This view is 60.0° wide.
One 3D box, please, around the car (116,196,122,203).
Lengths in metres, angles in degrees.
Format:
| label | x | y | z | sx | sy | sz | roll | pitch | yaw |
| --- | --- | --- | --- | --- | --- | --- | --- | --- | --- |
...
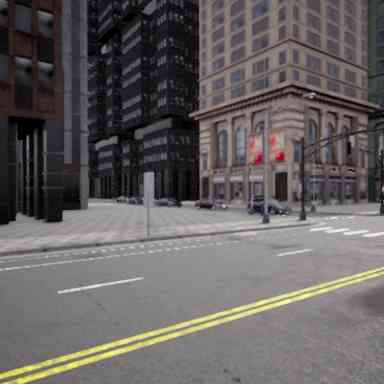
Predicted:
| label | x | y | z | sx | sy | sz | roll | pitch | yaw |
| --- | --- | --- | --- | --- | --- | --- | --- | --- | --- |
| car | -14.084 | 1.538 | 68.629 | 2.128 | 1.511 | 4.902 | 0 | 0 | -35 |

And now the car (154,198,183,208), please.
| label | x | y | z | sx | sy | sz | roll | pitch | yaw |
| --- | --- | --- | --- | --- | --- | --- | --- | --- | --- |
| car | -3.405 | 1.542 | 48.145 | 2.033 | 1.411 | 5.357 | 0 | 0 | -35 |

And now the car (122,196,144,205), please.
| label | x | y | z | sx | sy | sz | roll | pitch | yaw |
| --- | --- | --- | --- | --- | --- | --- | --- | --- | --- |
| car | -9.513 | 1.557 | 56.856 | 2.033 | 1.411 | 5.357 | 0 | 0 | -35 |

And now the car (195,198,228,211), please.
| label | x | y | z | sx | sy | sz | roll | pitch | yaw |
| --- | --- | --- | --- | --- | --- | --- | --- | --- | --- |
| car | 2.282 | 1.474 | 40.077 | 2.128 | 1.511 | 4.902 | 0 | 0 | -35 |

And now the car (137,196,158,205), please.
| label | x | y | z | sx | sy | sz | roll | pitch | yaw |
| --- | --- | --- | --- | --- | --- | --- | --- | --- | --- |
| car | -8.089 | 1.522 | 60.317 | 1.812 | 1.442 | 4.674 | 0 | 0 | -35 |

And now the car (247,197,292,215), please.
| label | x | y | z | sx | sy | sz | roll | pitch | yaw |
| --- | --- | --- | --- | --- | --- | --- | --- | --- | --- |
| car | 7.555 | 1.324 | 32.609 | 2.097 | 1.767 | 4.553 | 0 | 0 | -35 |
